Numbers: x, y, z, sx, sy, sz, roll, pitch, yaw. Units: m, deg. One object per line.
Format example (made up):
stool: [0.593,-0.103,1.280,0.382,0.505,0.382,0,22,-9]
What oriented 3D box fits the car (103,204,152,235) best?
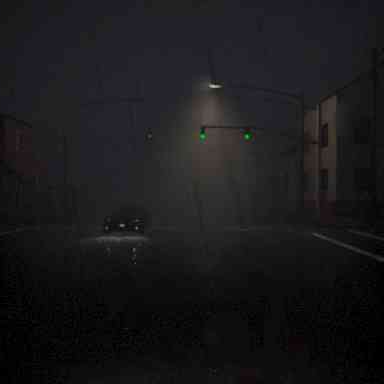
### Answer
car: [-3.283,1.346,17.639,1.994,1.385,4.181,0,1,1]
